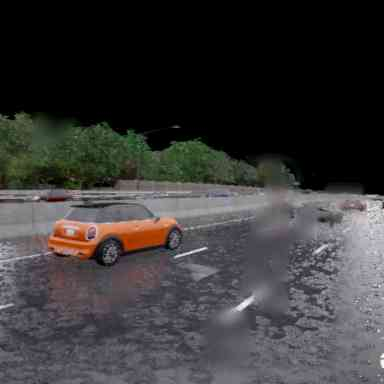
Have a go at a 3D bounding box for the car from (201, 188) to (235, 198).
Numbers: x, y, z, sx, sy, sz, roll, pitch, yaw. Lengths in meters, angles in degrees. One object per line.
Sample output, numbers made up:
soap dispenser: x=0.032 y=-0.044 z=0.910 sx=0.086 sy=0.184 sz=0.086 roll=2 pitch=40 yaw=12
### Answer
car: x=3.445 y=0.524 z=46.854 sx=2.150 sy=2.045 sz=5.566 roll=2 pitch=1 yaw=32

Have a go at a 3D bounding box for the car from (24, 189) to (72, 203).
car: x=-13.842 y=0.491 z=32.334 sx=2.097 sy=1.767 sz=4.553 roll=2 pitch=1 yaw=32

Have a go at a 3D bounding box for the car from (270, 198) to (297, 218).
car: x=7.893 y=1.252 z=27.164 sx=1.837 sy=1.490 sz=4.892 roll=2 pitch=1 yaw=32

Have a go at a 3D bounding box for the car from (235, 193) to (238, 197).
car: x=7.570 y=0.688 z=66.586 sx=1.837 sy=1.490 sz=4.892 roll=2 pitch=1 yaw=32

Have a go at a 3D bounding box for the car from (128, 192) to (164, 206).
car: x=-5.359 y=0.781 z=39.352 sx=1.994 sy=1.385 sz=4.181 roll=2 pitch=1 yaw=32

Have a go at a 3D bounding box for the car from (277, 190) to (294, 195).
car: x=17.807 y=0.738 z=63.158 sx=2.150 sy=2.045 sz=5.566 roll=2 pitch=1 yaw=32

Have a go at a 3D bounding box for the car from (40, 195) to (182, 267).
car: x=-2.211 y=1.124 z=10.917 sx=2.097 sy=1.767 sz=4.553 roll=2 pitch=1 yaw=32

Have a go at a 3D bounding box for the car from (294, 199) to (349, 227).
car: x=8.526 y=1.352 z=21.561 sx=2.128 sy=1.511 sz=4.902 roll=2 pitch=1 yaw=32

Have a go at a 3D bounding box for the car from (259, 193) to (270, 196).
car: x=16.113 y=0.925 z=73.681 sx=1.812 sy=1.442 sz=4.674 roll=2 pitch=0 yaw=32

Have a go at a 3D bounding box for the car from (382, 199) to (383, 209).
car: x=25.830 y=1.295 z=42.924 sx=2.097 sy=1.767 sz=4.553 roll=2 pitch=1 yaw=32

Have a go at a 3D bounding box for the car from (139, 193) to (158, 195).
car: x=-3.781 y=0.934 z=28.643 sx=2.128 sy=1.511 sz=4.902 roll=2 pitch=1 yaw=32

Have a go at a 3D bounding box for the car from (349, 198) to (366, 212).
car: x=17.836 y=1.388 z=36.521 sx=1.994 sy=1.385 sz=4.181 roll=2 pitch=1 yaw=32
